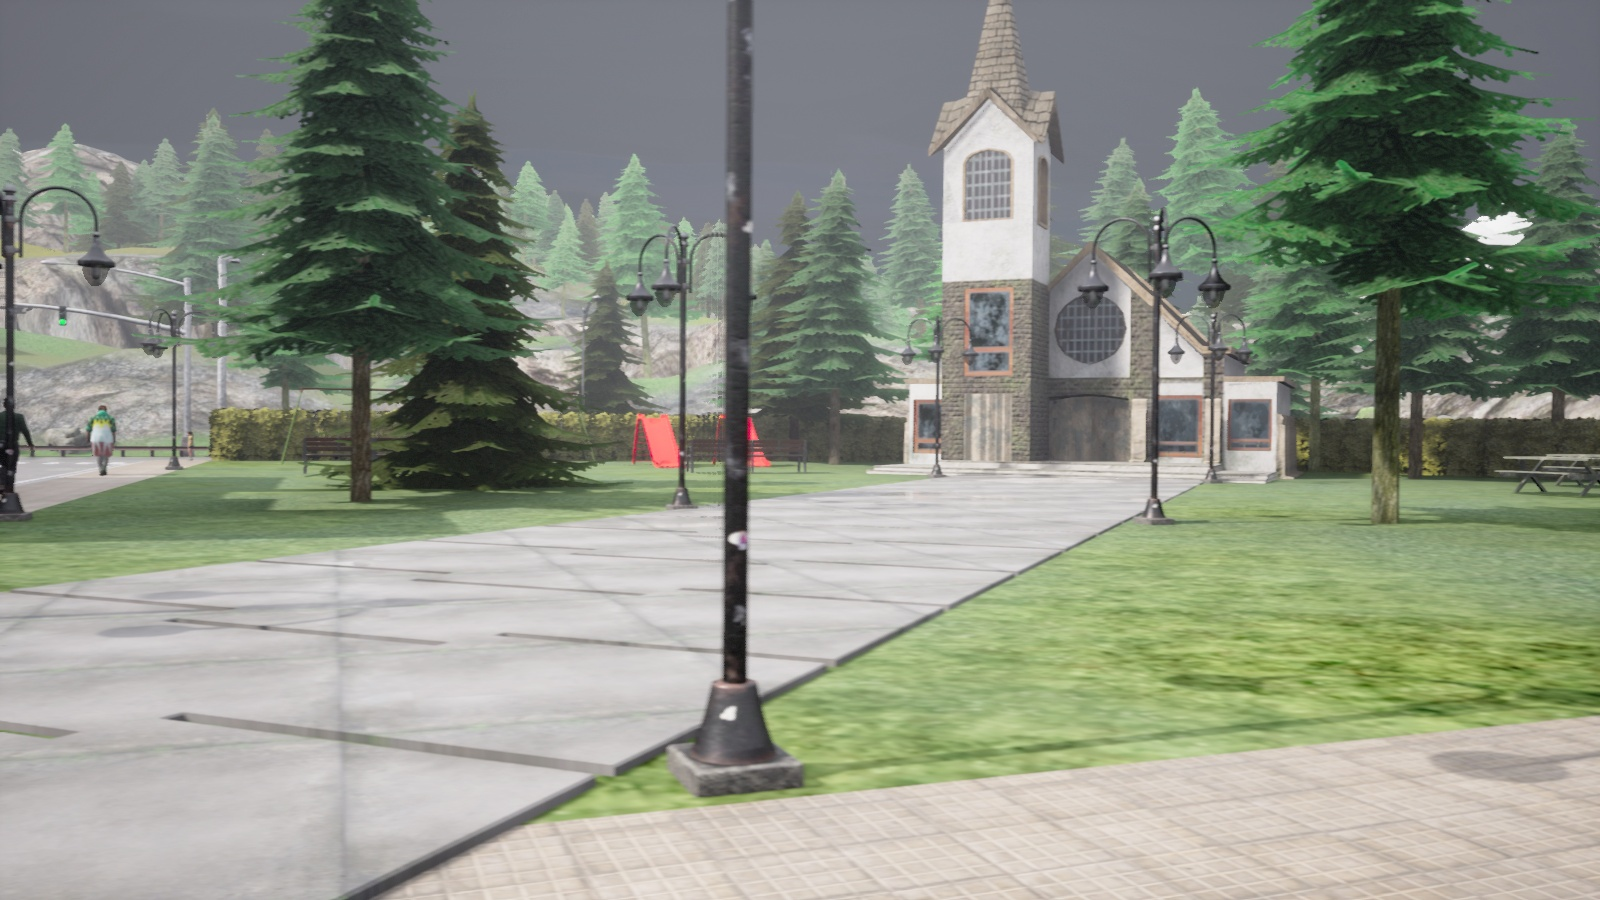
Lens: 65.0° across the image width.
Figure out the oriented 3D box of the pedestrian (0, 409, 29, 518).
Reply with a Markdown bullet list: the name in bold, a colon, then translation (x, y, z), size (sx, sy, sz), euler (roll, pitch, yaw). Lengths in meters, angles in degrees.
- **pedestrian**: translation (-14.318, 0.235, 22.749), size (0.423, 1.949, 0.788), euler (-1, 1, -21)

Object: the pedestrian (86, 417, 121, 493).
- **pedestrian**: translation (-18.101, 0.115, 32.637), size (0.659, 1.952, 0.873), euler (-1, 1, -22)
